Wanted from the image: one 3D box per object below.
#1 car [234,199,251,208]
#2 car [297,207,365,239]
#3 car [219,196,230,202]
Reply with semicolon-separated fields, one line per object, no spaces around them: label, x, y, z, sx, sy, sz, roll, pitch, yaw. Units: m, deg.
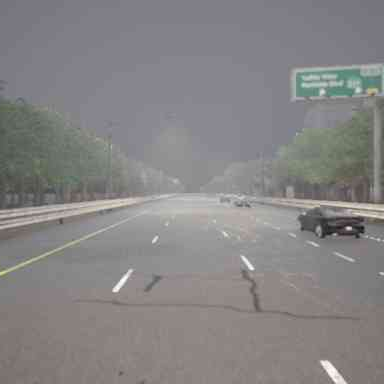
car;7.049;1.592;47.347;1.895;1.301;4.718;0;0;0
car;7.013;1.492;17.337;1.882;1.535;5.008;0;0;0
car;7.078;1.516;72.308;1.812;1.442;4.674;0;0;0
